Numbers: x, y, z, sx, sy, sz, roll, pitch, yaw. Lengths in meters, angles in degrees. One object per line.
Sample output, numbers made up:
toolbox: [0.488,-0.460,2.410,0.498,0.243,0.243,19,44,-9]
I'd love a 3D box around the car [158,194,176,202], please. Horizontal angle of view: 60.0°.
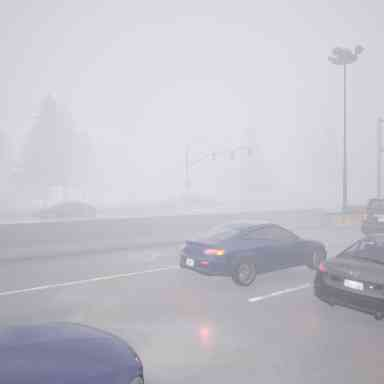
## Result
car: [-4.672,1.601,64.738,1.895,1.301,4.718,0,0,-21]

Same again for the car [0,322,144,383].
car: [-2.500,1.526,1.928,4.674,1.442,1.812,0,0,-36]

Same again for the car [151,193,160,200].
car: [-10.305,1.268,94.010,2.097,1.767,4.553,0,0,-3]

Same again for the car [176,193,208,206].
car: [-0.064,1.221,54.762,2.150,2.045,5.566,0,0,-28]

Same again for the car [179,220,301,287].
car: [1.833,1.526,9.348,4.674,1.442,1.812,0,0,-35]

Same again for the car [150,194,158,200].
car: [-8.798,1.540,79.137,2.033,1.411,5.357,0,0,-14]

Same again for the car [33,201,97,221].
car: [-10.160,1.506,26.860,4.892,1.490,1.837,1,0,-36]

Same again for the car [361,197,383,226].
car: [9.908,1.222,15.103,5.566,2.045,2.150,0,0,-35]

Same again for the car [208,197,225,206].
car: [3.295,1.547,55.813,2.033,1.411,5.357,0,0,-29]

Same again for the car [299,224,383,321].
car: [4.418,1.564,6.893,4.181,1.385,1.994,0,0,-35]

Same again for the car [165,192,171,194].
car: [-5.525,1.225,80.629,2.150,2.045,5.566,0,0,-10]
